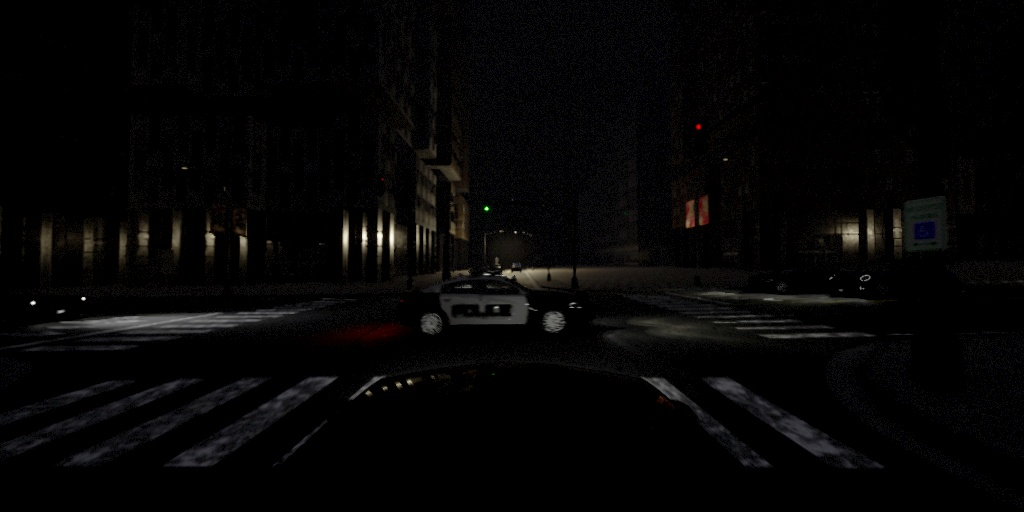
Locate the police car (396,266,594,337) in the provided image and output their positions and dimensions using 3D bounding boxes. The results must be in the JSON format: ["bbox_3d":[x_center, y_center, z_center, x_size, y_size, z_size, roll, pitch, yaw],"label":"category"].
[{"bbox_3d":[-0.461,1.199,9.872,5.238,1.638,1.930,-1,-1,0],"label":"police car"}]

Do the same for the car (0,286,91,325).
[{"bbox_3d":[-18.583,1.737,13.042,4.718,1.301,1.895,-1,-2,0],"label":"car"}]

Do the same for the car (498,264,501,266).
[{"bbox_3d":[-2.419,1.991,55.039,2.128,1.511,4.902,0,-1,1],"label":"car"}]

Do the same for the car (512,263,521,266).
[{"bbox_3d":[0.739,2.141,61.194,2.033,1.411,5.357,0,-1,1],"label":"car"}]

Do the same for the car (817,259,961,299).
[{"bbox_3d":[17.304,0.944,16.455,4.553,1.767,2.097,-1,-2,0],"label":"car"}]

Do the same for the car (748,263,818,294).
[{"bbox_3d":[15.737,1.190,19.702,5.008,1.535,1.882,-1,-2,0],"label":"car"}]

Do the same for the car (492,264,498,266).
[{"bbox_3d":[-2.808,1.674,33.519,2.128,1.511,4.902,0,-1,1],"label":"car"}]
